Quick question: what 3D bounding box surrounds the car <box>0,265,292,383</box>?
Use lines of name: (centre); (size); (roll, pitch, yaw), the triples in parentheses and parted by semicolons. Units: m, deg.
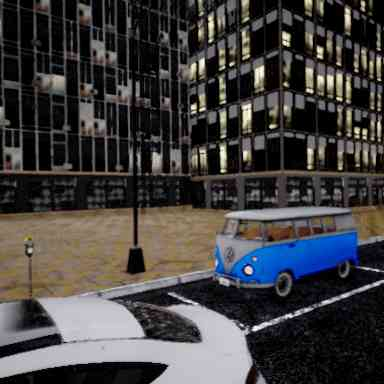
car: (-1.536, 1.546, 1.955); (4.674, 1.442, 1.812); (-1, 0, -36)

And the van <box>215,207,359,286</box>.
van: (2.348, 1.284, 8.028); (3.998, 1.788, 1.690); (-1, 0, -36)
